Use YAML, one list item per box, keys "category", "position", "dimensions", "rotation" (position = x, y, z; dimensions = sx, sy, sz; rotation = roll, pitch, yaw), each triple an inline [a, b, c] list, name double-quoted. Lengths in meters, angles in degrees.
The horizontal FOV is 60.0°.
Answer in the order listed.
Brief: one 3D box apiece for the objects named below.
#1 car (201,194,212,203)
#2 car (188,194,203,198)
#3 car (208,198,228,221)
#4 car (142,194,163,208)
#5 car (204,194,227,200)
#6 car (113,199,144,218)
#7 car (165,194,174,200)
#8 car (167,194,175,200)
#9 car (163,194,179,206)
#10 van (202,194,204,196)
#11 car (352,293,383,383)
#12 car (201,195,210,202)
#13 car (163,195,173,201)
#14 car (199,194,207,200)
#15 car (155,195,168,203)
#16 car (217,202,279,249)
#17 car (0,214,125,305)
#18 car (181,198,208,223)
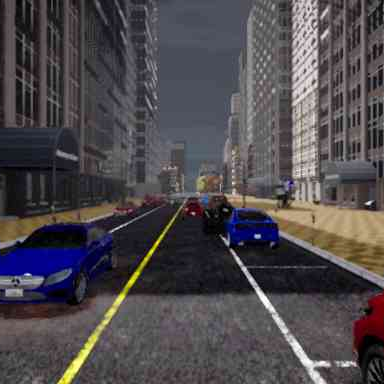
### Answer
- category: "car"
  position: [2.695, 1.263, 62.368]
  dimensions: [1.967, 1.590, 4.097]
  rotation: [0, 0, 0]
- category: "car"
  position: [0.100, 1.382, 44.190]
  dimensions: [1.837, 1.490, 4.892]
  rotation: [0, 1, 0]
- category: "car"
  position: [2.695, 1.485, 29.133]
  dimensions: [1.947, 1.339, 4.313]
  rotation: [0, 0, 0]
- category: "car"
  position: [-5.685, 1.185, 45.749]
  dimensions: [2.192, 1.841, 5.009]
  rotation: [0, 0, 0]
- category: "car"
  position: [2.696, 1.218, 34.671]
  dimensions: [2.192, 1.841, 5.009]
  rotation: [0, 0, 0]
- category: "car"
  position: [-5.685, 1.500, 29.132]
  dimensions: [1.802, 1.307, 4.206]
  rotation: [0, 0, 0]
- category: "car"
  position: [-5.685, 1.198, 84.524]
  dimensions: [1.967, 1.590, 4.097]
  rotation: [0, 0, 0]
- category: "car"
  position: [-5.686, 1.293, 90.064]
  dimensions: [2.008, 1.369, 4.403]
  rotation: [0, 0, 0]
- category: "car"
  position: [-2.999, 1.365, 52.713]
  dimensions: [2.128, 1.511, 4.902]
  rotation: [0, 0, 0]
- category: "van"
  position: [2.695, 1.180, 56.828]
  dimensions: [1.690, 1.788, 3.998]
  rotation: [0, 0, 0]
- category: "car"
  position: [2.696, 1.311, 1.436]
  dimensions: [2.192, 1.841, 5.009]
  rotation: [0, 0, 0]
- category: "car"
  position: [2.695, 1.332, 68.077]
  dimensions: [1.752, 1.417, 4.829]
  rotation: [0, 0, 0]
- category: "car"
  position: [-5.686, 1.319, 78.985]
  dimensions: [1.887, 1.381, 4.507]
  rotation: [0, 0, 0]
- category: "car"
  position: [2.695, 1.199, 84.525]
  dimensions: [1.967, 1.590, 4.097]
  rotation: [0, 0, 0]
- category: "car"
  position: [-5.686, 1.367, 62.368]
  dimensions: [1.887, 1.381, 4.507]
  rotation: [0, 0, 0]
- category: "car"
  position: [2.362, 1.437, 14.457]
  dimensions: [1.882, 1.535, 5.008]
  rotation: [0, 0, 0]
- category: "car"
  position: [-3.100, 1.502, 8.139]
  dimensions: [1.812, 1.442, 4.674]
  rotation: [0, 0, 0]
- category: "car"
  position: [0.101, 1.449, 27.452]
  dimensions: [1.812, 1.442, 4.674]
  rotation: [0, 0, 0]
